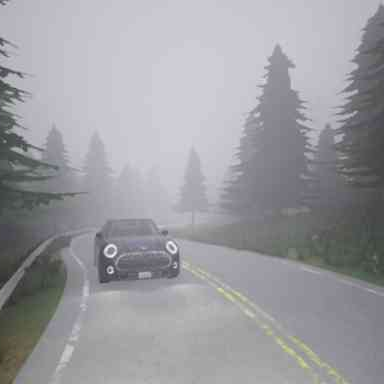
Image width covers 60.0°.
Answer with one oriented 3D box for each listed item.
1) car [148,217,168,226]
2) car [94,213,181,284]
[{"bbox_3d":[-5.596,4.948,55.510,1.994,1.385,4.181,0,-4,13],"label":"car"},{"bbox_3d":[-1.876,1.559,10.322,2.097,1.767,4.553,0,-3,-19],"label":"car"}]
